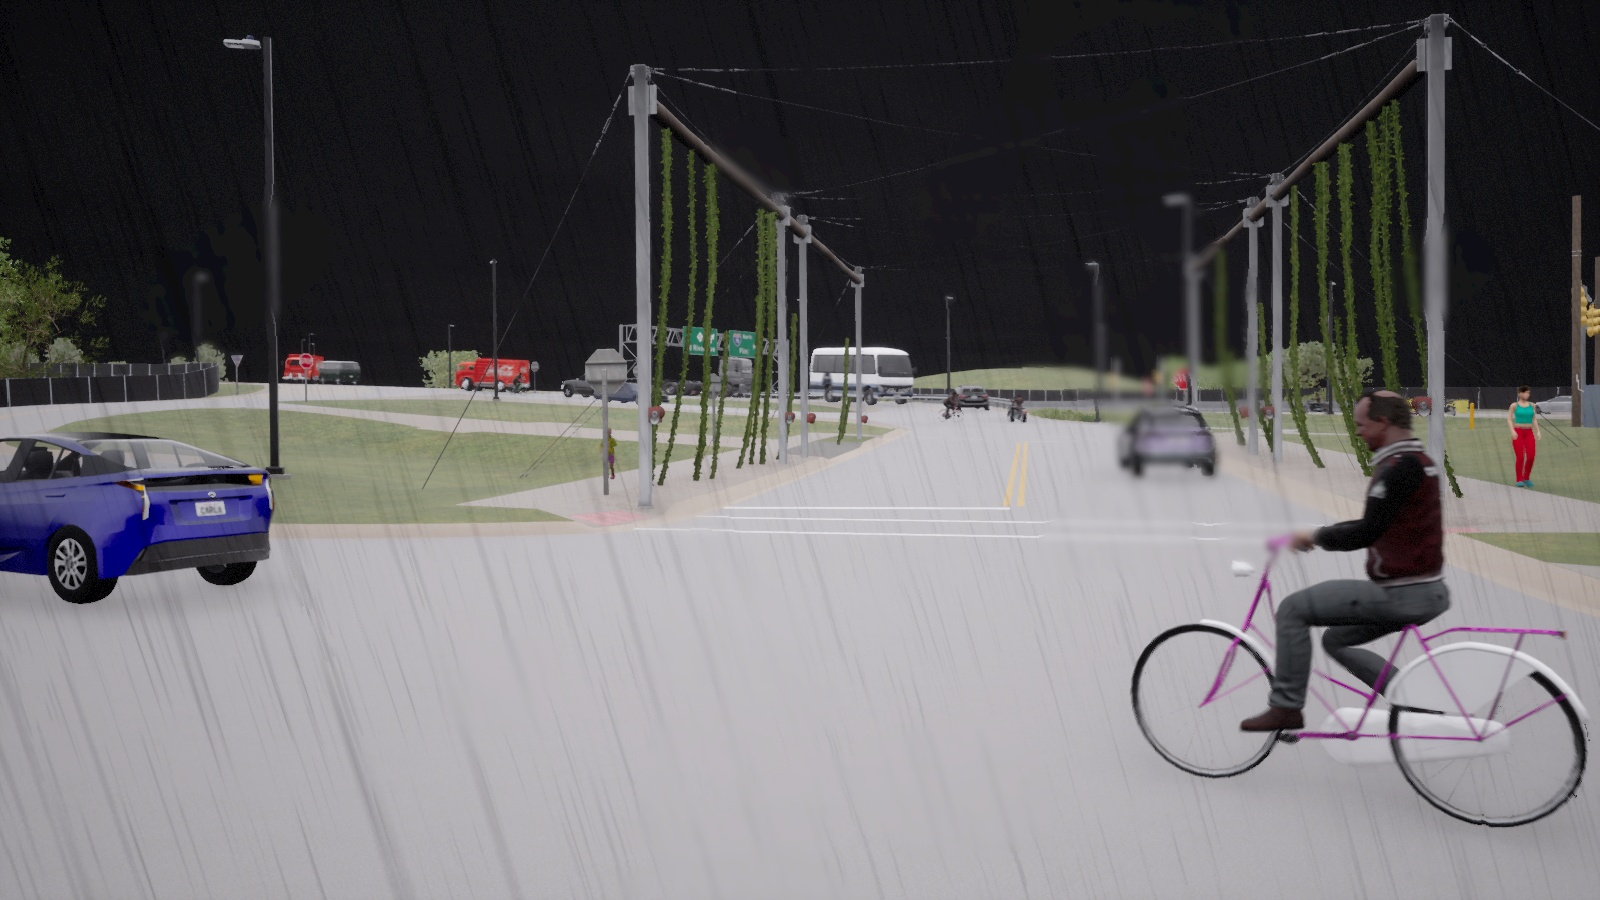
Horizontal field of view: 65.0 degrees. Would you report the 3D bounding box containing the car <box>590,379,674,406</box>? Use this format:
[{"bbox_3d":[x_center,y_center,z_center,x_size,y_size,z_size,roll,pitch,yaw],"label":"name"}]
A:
[{"bbox_3d":[-10.747,-3.677,80.038,5.357,1.411,2.033,6,4,37],"label":"car"}]

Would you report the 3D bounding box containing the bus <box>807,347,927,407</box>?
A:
[{"bbox_3d":[4.869,-5.563,94.829,3.944,4.253,10.273,-1,4,-30],"label":"bus"}]

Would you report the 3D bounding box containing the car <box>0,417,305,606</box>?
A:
[{"bbox_3d":[-7.448,0.480,12.704,4.514,1.525,2.007,2,2,26],"label":"car"}]

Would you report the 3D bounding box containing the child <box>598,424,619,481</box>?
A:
[{"bbox_3d":[-3.918,0.043,25.673,0.299,1.160,0.473,0,1,8],"label":"child"}]

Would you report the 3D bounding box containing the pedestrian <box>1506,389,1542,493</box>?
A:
[{"bbox_3d":[12.947,-0.167,22.469,0.345,1.836,0.594,0,1,9],"label":"pedestrian"}]

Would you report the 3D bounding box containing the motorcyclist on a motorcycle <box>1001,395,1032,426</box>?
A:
[{"bbox_3d":[11.962,-2.222,69.451,0.766,1.649,2.350,1,2,-13],"label":"motorcyclist on a motorcycle"}]

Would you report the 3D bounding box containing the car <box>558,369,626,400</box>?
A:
[{"bbox_3d":[-14.419,-4.572,87.045,4.605,1.855,1.932,6,5,36],"label":"car"}]

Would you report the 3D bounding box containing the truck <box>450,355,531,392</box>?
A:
[{"bbox_3d":[-23.000,-5.718,93.351,5.204,2.467,2.627,3,5,10],"label":"truck"}]

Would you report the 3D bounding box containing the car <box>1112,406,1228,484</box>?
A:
[{"bbox_3d":[8.776,-0.195,30.198,2.033,1.649,4.856,0,3,9],"label":"car"}]

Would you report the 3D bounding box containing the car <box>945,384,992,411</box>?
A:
[{"bbox_3d":[11.148,-3.489,83.455,2.242,1.667,4.611,0,4,-3],"label":"car"}]

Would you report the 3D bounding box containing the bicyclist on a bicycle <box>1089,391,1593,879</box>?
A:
[{"bbox_3d":[2.250,0.650,5.375,1.843,1.776,0.659,2,2,38],"label":"bicyclist on a bicycle"}]
